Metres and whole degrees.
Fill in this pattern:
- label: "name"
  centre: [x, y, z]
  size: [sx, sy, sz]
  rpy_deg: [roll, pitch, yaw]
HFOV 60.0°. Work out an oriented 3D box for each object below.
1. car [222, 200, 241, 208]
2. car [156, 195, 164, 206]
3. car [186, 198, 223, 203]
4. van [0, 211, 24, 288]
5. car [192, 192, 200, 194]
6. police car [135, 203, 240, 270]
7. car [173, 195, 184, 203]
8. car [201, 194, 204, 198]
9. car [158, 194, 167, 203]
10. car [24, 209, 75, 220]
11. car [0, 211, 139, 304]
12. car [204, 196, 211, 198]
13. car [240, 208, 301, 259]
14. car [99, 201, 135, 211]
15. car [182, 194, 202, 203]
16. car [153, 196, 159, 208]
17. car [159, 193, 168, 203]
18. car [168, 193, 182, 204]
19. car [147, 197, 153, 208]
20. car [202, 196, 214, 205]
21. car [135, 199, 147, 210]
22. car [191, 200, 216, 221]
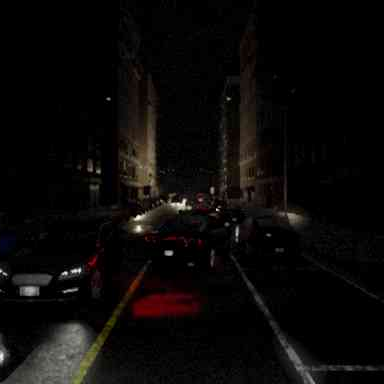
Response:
- label: "car"
  centre: [2.649, 1.474, 23.056]
  size: [2.008, 1.369, 4.403]
  rpy_deg: [0, 0, 0]
- label: "car"
  centre: [-5.364, 1.400, 44.720]
  size: [2.008, 1.369, 4.403]
  rpy_deg: [0, 0, 0]
- label: "car"
  centre: [0.729, 1.386, 20.971]
  size: [1.801, 1.575, 5.366]
  rpy_deg: [0, 0, 2]
- label: "van"
  centre: [-5.386, 1.319, 6.831]
  size: [1.690, 1.788, 3.998]
  rpy_deg: [0, 0, 0]
- label: "car"
  centre: [0.033, 1.261, 61.305]
  size: [1.882, 1.535, 5.008]
  rpy_deg: [0, 0, 0]
- label: "police car"
  centre: [0.146, 1.388, 11.193]
  size: [1.930, 1.638, 5.238]
  rpy_deg: [0, 0, 17]
- label: "car"
  centre: [-2.714, 1.343, 65.761]
  size: [1.994, 1.385, 4.181]
  rpy_deg: [0, 0, 0]
- label: "car"
  centre: [2.665, 1.352, 50.290]
  size: [1.752, 1.417, 4.829]
  rpy_deg: [0, 0, 0]
- label: "car"
  centre: [-5.361, 1.379, 50.133]
  size: [2.008, 1.369, 4.403]
  rpy_deg: [0, 0, 0]
- label: "car"
  centre: [-5.383, 1.400, 12.244]
  size: [1.967, 1.590, 4.097]
  rpy_deg: [0, 0, 0]
- label: "car"
  centre: [-2.845, 1.464, 8.275]
  size: [2.128, 1.511, 4.902]
  rpy_deg: [0, 0, 0]
- label: "car"
  centre: [2.658, 1.435, 39.294]
  size: [1.947, 1.339, 4.313]
  rpy_deg: [0, 0, 0]
- label: "car"
  centre: [2.643, 1.510, 12.231]
  size: [2.008, 1.369, 4.403]
  rpy_deg: [0, 0, 0]
- label: "car"
  centre: [-5.376, 1.449, 22.899]
  size: [1.752, 1.417, 4.829]
  rpy_deg: [0, 0, 0]
- label: "car"
  centre: [0.028, 1.404, 47.072]
  size: [1.994, 1.385, 4.181]
  rpy_deg: [0, 0, 0]
- label: "car"
  centre: [-5.367, 1.451, 39.308]
  size: [1.802, 1.307, 4.206]
  rpy_deg: [0, 0, 0]
- label: "car"
  centre: [-5.354, 1.100, 60.958]
  size: [2.192, 1.841, 5.009]
  rpy_deg: [0, 0, 0]
- label: "car"
  centre: [-2.728, 1.336, 60.114]
  size: [2.033, 1.411, 5.357]
  rpy_deg: [0, 0, 0]
- label: "car"
  centre: [-5.370, 1.413, 33.725]
  size: [1.752, 1.417, 4.829]
  rpy_deg: [0, 0, 0]
- label: "car"
  centre: [2.668, 1.388, 55.532]
  size: [1.802, 1.307, 4.206]
  rpy_deg: [0, 0, 0]
- label: "car"
  centre: [-5.373, 1.471, 28.482]
  size: [1.947, 1.339, 4.313]
  rpy_deg: [0, 0, 0]
- label: "car"
  centre: [0.839, 1.437, 26.760]
  size: [1.812, 1.442, 4.674]
  rpy_deg: [0, 0, 0]
